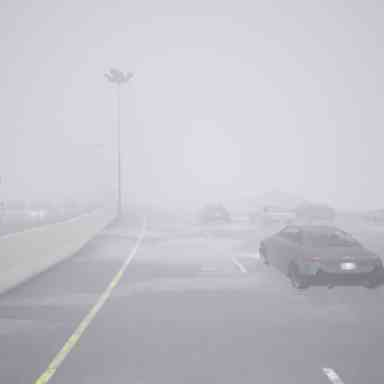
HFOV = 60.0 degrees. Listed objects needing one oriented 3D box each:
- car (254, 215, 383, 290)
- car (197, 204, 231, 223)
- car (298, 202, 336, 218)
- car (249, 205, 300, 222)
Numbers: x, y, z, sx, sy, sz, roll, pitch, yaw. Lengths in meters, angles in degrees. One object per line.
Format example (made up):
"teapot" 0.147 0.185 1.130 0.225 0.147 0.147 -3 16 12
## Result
"car" 3.261 1.561 9.150 1.994 1.385 4.181 0 0 -3
"car" 1.637 1.587 25.788 1.994 1.385 4.181 0 0 -8
"car" 8.823 1.485 24.999 2.128 1.511 4.902 0 0 -7
"car" 5.512 1.606 23.501 1.895 1.301 4.718 0 0 -7
